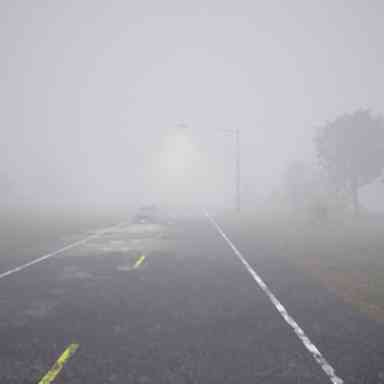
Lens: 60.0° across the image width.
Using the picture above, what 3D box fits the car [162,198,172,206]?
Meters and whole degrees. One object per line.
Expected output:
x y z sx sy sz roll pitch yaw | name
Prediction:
-5.130 2.028 67.831 1.837 1.490 4.892 0 0 -7 | car

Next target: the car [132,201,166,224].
-3.602 1.745 27.104 2.033 1.411 5.357 0 0 0 | car
